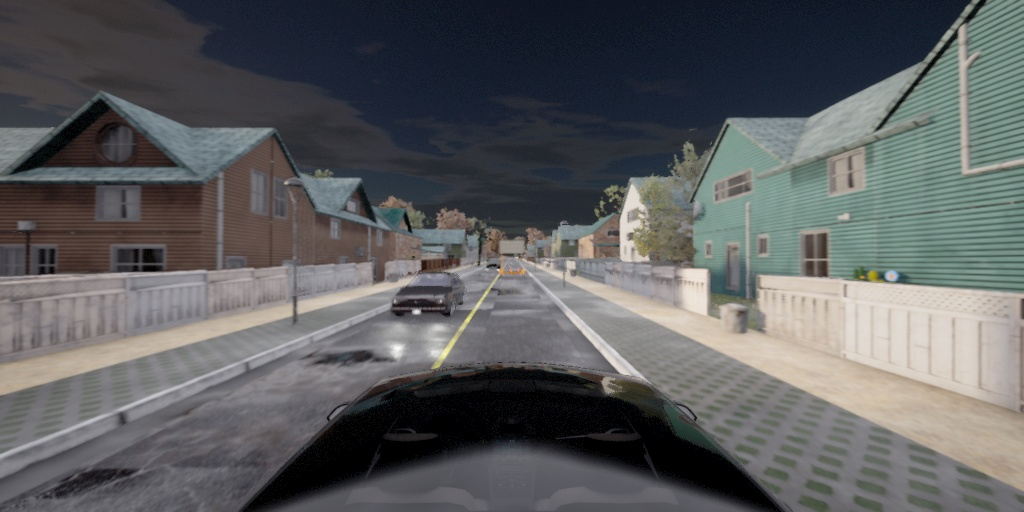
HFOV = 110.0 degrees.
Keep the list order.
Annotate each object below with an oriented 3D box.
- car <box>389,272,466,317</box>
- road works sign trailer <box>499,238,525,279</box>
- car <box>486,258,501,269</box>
[{"bbox_3d":[-2.853,1.297,13.400,2.033,1.411,5.357,0,0,0],"label":"car"},{"bbox_3d":[-0.007,0.208,32.332,2.380,3.560,2.880,0,0,0],"label":"road works sign trailer"},{"bbox_3d":[-2.826,1.082,54.831,2.097,1.767,4.553,0,0,0],"label":"car"}]
